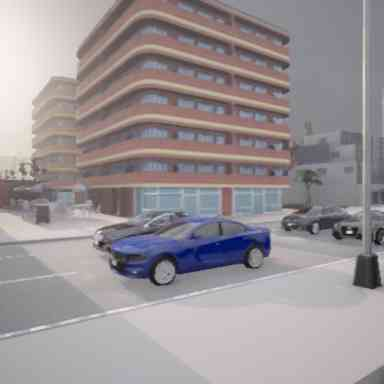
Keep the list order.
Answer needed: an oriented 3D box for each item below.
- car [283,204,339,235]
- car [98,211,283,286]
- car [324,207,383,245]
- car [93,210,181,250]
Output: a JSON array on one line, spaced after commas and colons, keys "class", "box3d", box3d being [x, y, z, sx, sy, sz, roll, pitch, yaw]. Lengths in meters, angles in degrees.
[{"class": "car", "box3d": [7.111, 1.476, 18.834, 4.892, 1.490, 1.837, 0, 0, -35]}, {"class": "car", "box3d": [0.135, 1.468, 9.598, 5.008, 1.535, 1.882, 0, 0, -35]}, {"class": "car", "box3d": [8.406, 1.537, 15.449, 4.181, 1.385, 1.994, 0, 0, -35]}, {"class": "car", "box3d": [-1.291, 1.482, 12.873, 4.902, 1.511, 2.128, 0, 0, -35]}]
